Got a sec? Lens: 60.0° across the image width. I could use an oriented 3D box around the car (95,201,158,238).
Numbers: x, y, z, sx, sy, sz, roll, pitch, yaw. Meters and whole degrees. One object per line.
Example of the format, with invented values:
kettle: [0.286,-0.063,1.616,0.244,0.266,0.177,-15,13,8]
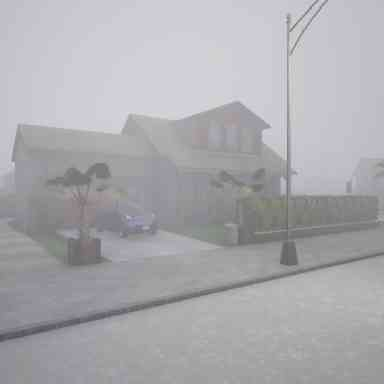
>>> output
car: [-3.041,1.174,15.278,1.845,1.501,3.633,0,0,-38]
